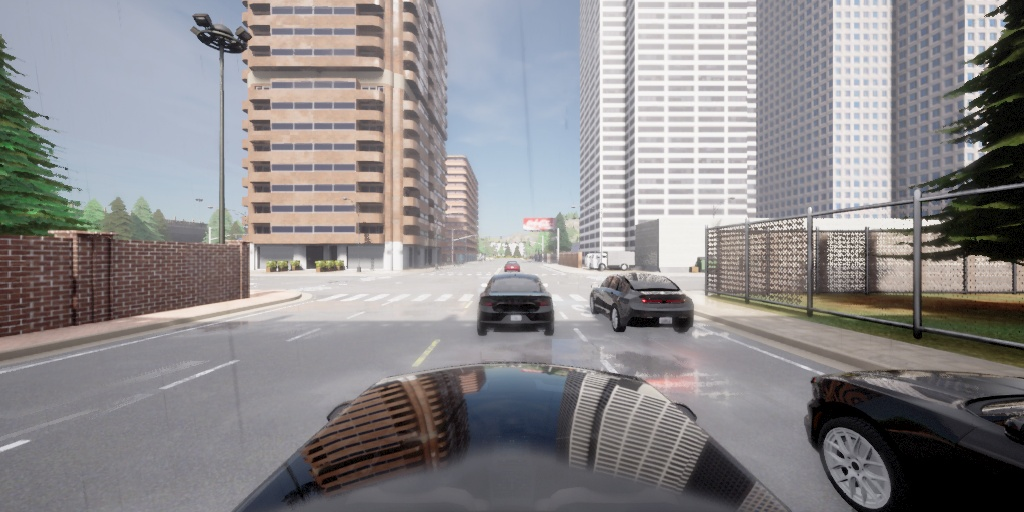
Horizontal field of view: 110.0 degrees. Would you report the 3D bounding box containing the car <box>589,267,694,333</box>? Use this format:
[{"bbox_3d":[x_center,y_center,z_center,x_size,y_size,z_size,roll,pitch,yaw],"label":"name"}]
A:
[{"bbox_3d":[3.622,1.255,10.775,1.837,1.490,4.892,0,0,1],"label":"car"}]

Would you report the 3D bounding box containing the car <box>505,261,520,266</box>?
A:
[{"bbox_3d":[0.028,1.314,45.436,1.994,1.385,4.181,0,0,-1],"label":"car"}]

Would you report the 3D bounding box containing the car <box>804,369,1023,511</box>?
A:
[{"bbox_3d":[3.602,1.228,1.200,1.882,1.535,5.008,0,0,0],"label":"car"}]

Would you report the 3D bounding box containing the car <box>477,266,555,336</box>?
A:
[{"bbox_3d":[0.087,1.228,10.452,1.882,1.535,5.008,0,0,0],"label":"car"}]
